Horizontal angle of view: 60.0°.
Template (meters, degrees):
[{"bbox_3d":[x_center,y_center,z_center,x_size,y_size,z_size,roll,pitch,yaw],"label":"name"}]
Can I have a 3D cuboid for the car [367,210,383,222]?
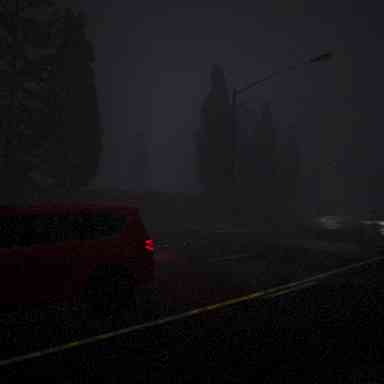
[{"bbox_3d":[23.712,3.015,43.026,1.812,1.442,4.674,1,-3,27],"label":"car"}]

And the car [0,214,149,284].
[{"bbox_3d":[-3.897,1.536,10.019,4.892,1.490,1.837,0,0,-38],"label":"car"}]

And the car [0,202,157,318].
[{"bbox_3d":[-3.316,1.240,6.026,5.566,2.045,2.150,0,0,-37],"label":"car"}]
